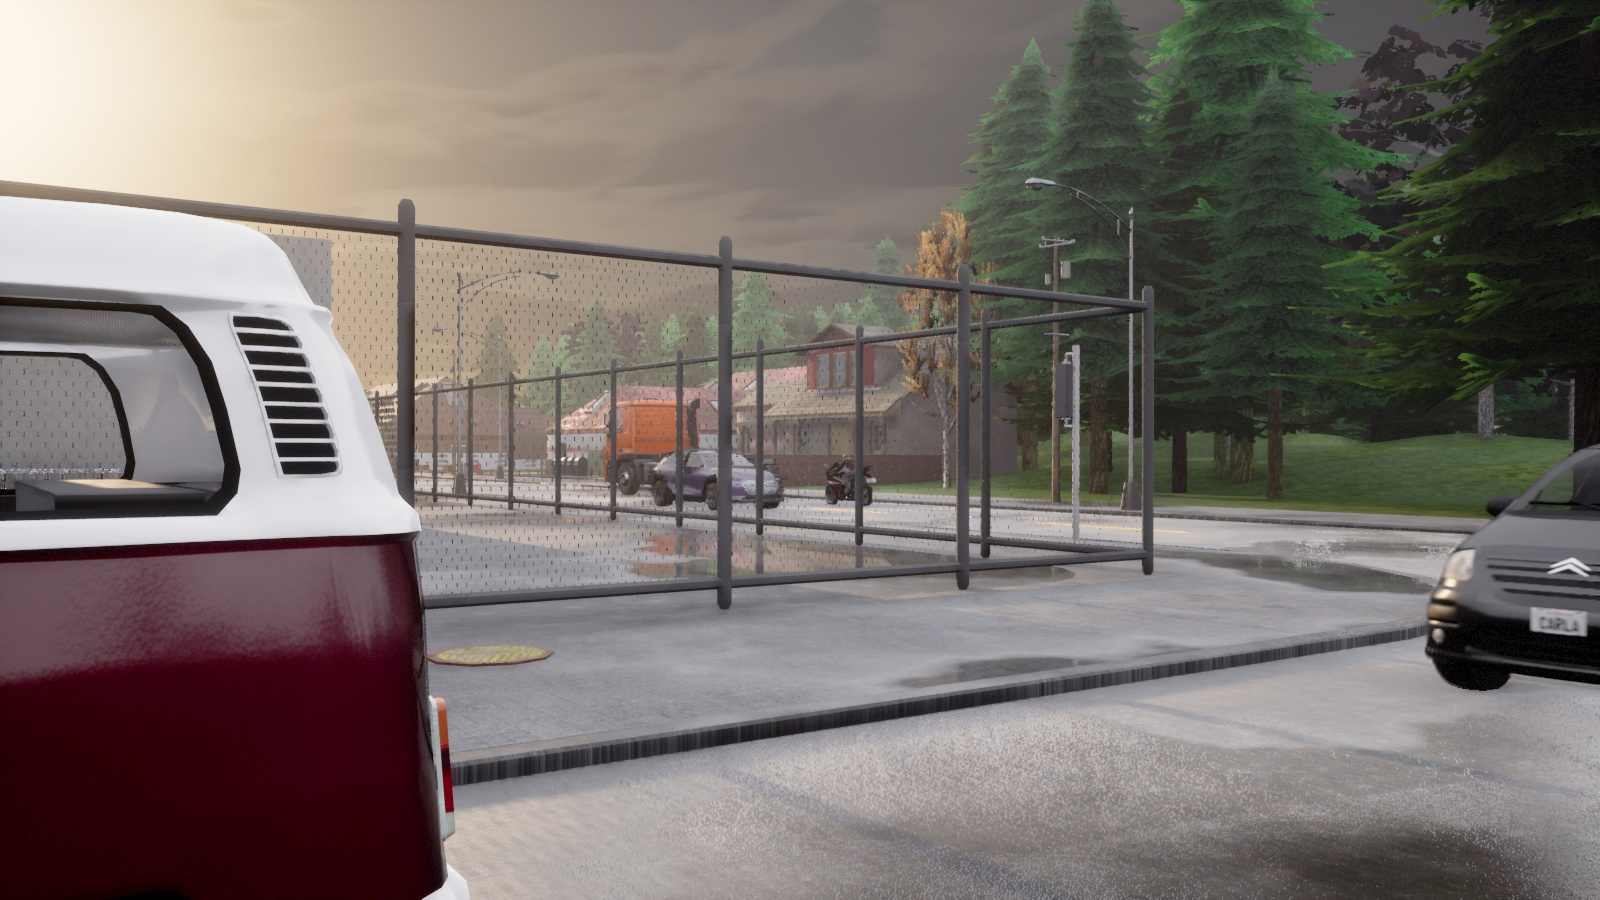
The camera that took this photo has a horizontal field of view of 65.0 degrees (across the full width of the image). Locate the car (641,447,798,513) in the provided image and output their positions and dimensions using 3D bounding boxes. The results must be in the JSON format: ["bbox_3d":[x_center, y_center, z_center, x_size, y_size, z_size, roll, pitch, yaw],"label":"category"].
[{"bbox_3d":[-2.274,0.763,34.099,2.033,1.649,4.856,0,0,-35],"label":"car"}]

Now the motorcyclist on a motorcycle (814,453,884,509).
[{"bbox_3d":[1.377,0.865,35.853,0.866,1.530,2.191,0,0,-35],"label":"motorcyclist on a motorcycle"}]

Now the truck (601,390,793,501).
[{"bbox_3d":[-3.727,-0.123,43.236,2.891,3.462,7.936,0,0,-36],"label":"truck"}]

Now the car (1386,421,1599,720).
[{"bbox_3d":[5.713,0.651,8.246,3.988,1.617,1.851,0,0,-40],"label":"car"}]

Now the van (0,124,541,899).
[{"bbox_3d":[-2.974,0.480,2.203,4.480,2.038,2.069,0,0,-35],"label":"van"}]
